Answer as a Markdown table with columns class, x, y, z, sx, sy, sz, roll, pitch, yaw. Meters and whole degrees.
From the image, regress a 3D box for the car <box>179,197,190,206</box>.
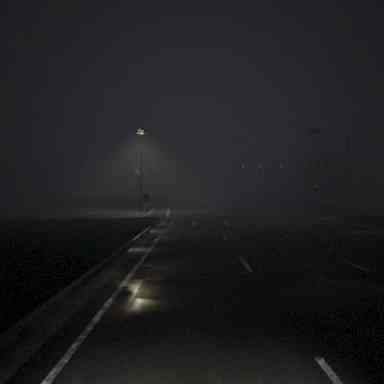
| class | x | y | z | sx | sy | sz | roll | pitch | yaw |
| --- | --- | --- | --- | --- | --- | --- | --- | --- | --- |
| car | -1.816 | 2.043 | 74.682 | 2.150 | 2.045 | 5.566 | 0 | -1 | 0 |
